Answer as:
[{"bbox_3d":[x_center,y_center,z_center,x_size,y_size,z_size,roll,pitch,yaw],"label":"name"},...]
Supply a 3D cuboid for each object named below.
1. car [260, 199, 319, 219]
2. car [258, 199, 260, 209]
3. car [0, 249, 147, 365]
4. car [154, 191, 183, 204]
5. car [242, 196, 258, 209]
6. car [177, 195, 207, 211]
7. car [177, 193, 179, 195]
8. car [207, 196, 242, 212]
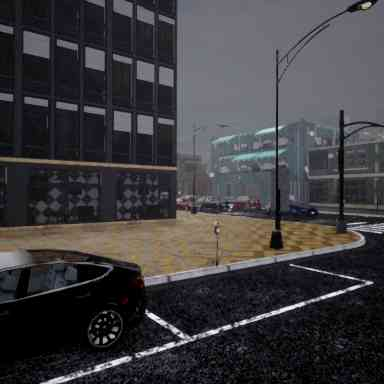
[{"bbox_3d":[7.838,1.361,26.388,1.994,1.385,4.181,0,0,-36],"label":"car"},{"bbox_3d":[9.311,1.340,34.189,1.802,1.307,4.206,1,0,-36],"label":"car"},{"bbox_3d":[-2.715,1.566,4.618,4.313,1.339,1.947,0,0,-35],"label":"car"},{"bbox_3d":[-3.794,0.794,52.085,2.192,1.841,5.009,1,0,-36],"label":"car"},{"bbox_3d":[6.035,1.130,38.665,1.967,1.590,4.097,1,0,-36],"label":"car"},{"bbox_3d":[-0.728,1.231,33.712,1.802,1.307,4.206,1,0,-36],"label":"car"},{"bbox_3d":[-3.099,1.131,41.329,1.994,1.385,4.181,0,1,-36],"label":"car"},{"bbox_3d":[2.324,1.173,33.918,2.128,1.511,4.902,0,1,-36],"label":"car"}]
